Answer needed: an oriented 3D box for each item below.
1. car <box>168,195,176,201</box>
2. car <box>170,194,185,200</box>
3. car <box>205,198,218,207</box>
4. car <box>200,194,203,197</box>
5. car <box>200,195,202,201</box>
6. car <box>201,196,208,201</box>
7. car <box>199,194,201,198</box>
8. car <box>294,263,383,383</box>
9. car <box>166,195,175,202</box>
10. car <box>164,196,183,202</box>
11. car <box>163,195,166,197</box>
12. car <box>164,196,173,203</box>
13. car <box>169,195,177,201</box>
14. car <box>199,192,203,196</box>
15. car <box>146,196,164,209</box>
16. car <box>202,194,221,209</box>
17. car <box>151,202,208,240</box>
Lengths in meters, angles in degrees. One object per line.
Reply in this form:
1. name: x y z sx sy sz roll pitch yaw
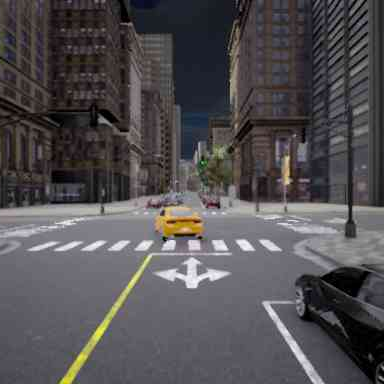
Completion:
1. car: -5.247 1.631 86.425 1.752 1.417 4.829 1 0 0
2. car: -2.640 1.682 65.322 2.033 1.411 5.357 0 0 1
3. car: 3.062 1.673 53.299 1.887 1.381 4.507 0 0 0
4. car: 3.172 1.658 70.092 1.752 1.417 4.829 1 0 0
5. car: 3.135 1.701 64.380 1.947 1.339 4.313 1 0 0
6. car: 3.279 1.686 86.545 1.802 1.307 4.206 1 0 0
7. car: 3.206 1.709 75.462 1.802 1.307 4.206 1 0 0
8. car: 2.766 1.585 4.438 1.947 1.339 4.313 0 0 0
9. car: -5.281 1.558 81.054 1.967 1.590 4.097 1 0 0
10. car: -2.804 1.689 49.170 1.994 1.385 4.181 0 0 1
11. car: -5.463 1.680 53.351 2.008 1.369 4.403 0 0 0
12. car: -5.319 1.709 75.513 1.802 1.307 4.206 1 0 0
13. car: -5.209 1.529 92.135 1.967 1.590 4.097 1 0 0
14. car: 3.244 1.558 81.004 1.967 1.590 4.097 1 0 0
15. car: -5.498 1.668 47.812 1.887 1.381 4.507 0 0 0
16. car: 3.028 1.438 47.759 2.192 1.841 5.009 0 0 0
17. car: -0.831 1.513 17.284 1.882 1.535 5.008 0 0 -12
